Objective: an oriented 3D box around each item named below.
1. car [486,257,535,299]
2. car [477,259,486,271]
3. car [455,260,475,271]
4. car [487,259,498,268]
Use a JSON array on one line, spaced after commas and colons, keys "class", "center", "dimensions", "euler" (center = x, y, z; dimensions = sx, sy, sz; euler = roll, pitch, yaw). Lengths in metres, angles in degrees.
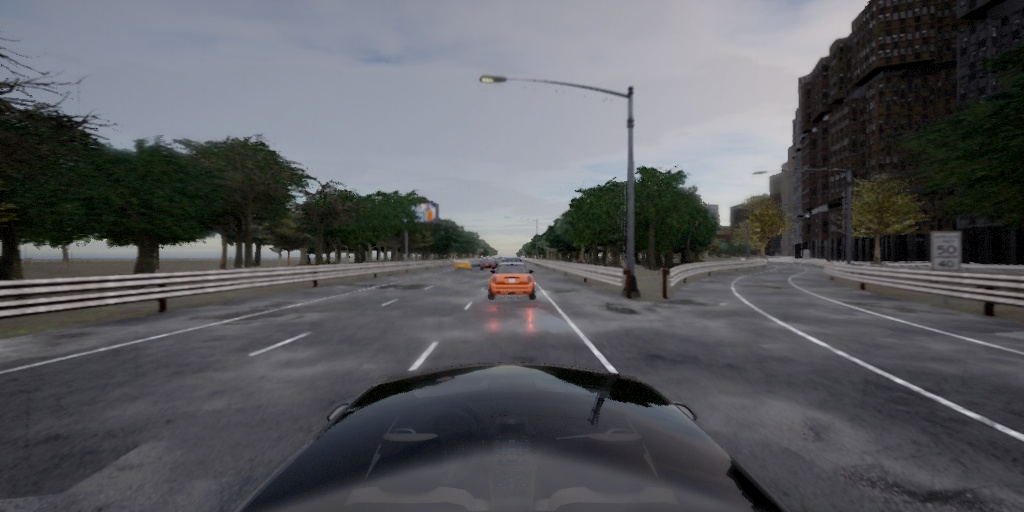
[{"class": "car", "center": [0.001, 1.105, 18.041], "dimensions": [2.097, 1.767, 4.553], "euler": [0, 0, 0]}, {"class": "car", "center": [-3.496, 1.174, 52.256], "dimensions": [2.097, 1.767, 4.553], "euler": [0, 0, 0]}, {"class": "car", "center": [-6.996, 1.299, 51.870], "dimensions": [1.882, 1.535, 5.008], "euler": [0, 0, 0]}, {"class": "car", "center": [-3.483, 1.359, 64.679], "dimensions": [1.837, 1.490, 4.892], "euler": [0, 0, 0]}]
